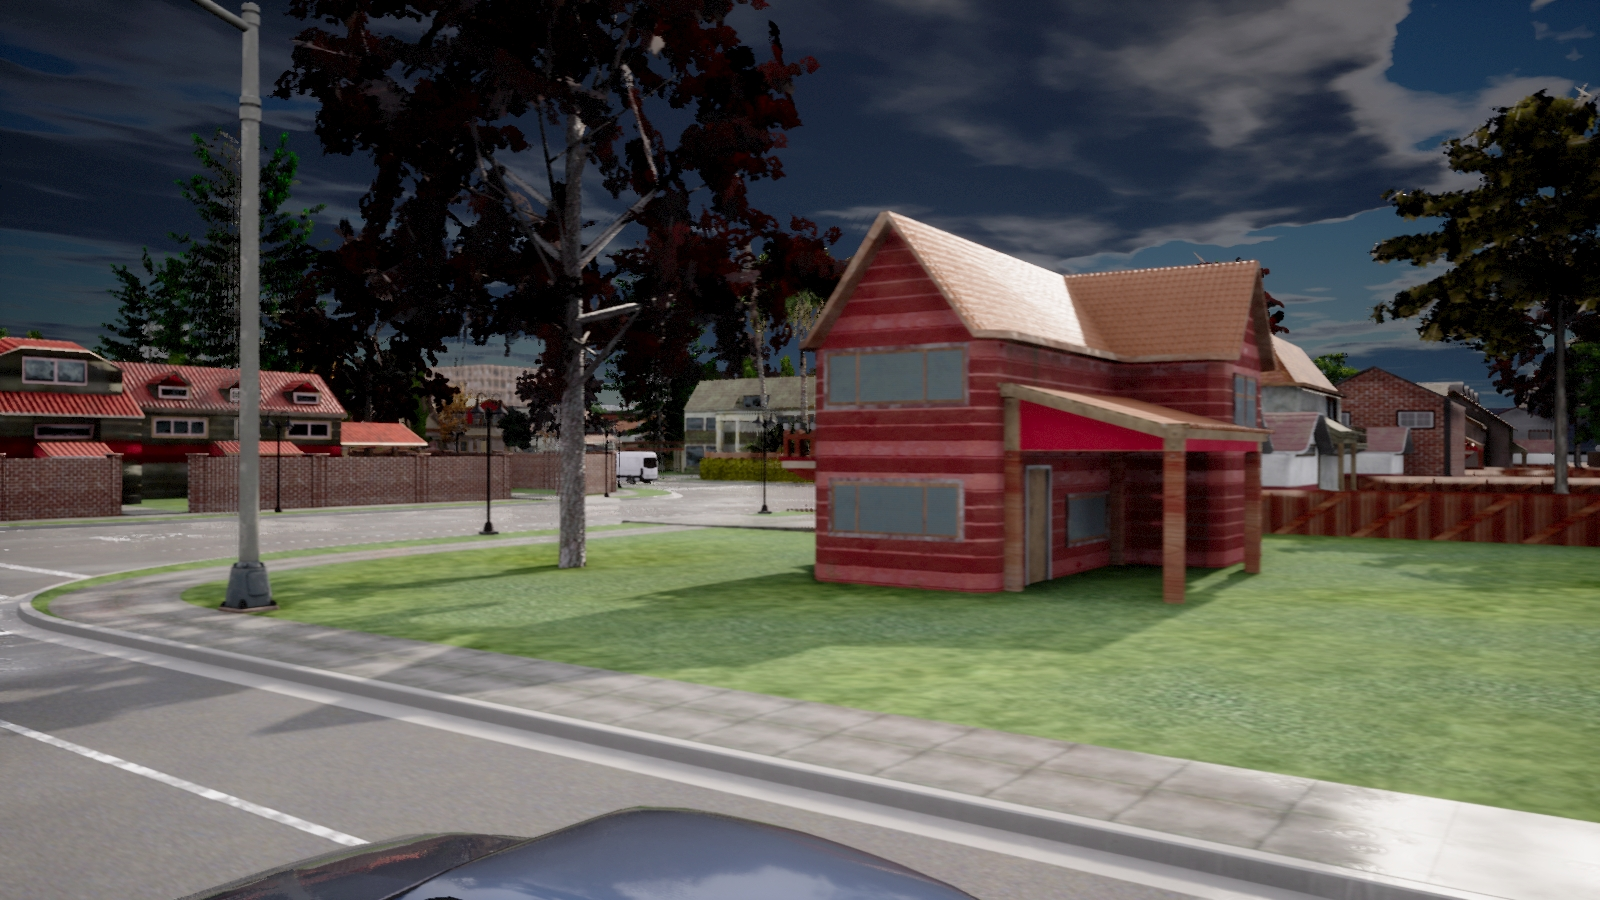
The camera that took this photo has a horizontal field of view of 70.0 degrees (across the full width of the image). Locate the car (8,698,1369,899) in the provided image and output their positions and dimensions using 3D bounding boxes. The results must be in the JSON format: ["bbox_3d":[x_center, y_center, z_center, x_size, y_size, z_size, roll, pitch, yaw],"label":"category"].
[{"bbox_3d":[-0.570,2.108,4.039,5.357,1.411,2.033,0,0,36],"label":"car"}]
